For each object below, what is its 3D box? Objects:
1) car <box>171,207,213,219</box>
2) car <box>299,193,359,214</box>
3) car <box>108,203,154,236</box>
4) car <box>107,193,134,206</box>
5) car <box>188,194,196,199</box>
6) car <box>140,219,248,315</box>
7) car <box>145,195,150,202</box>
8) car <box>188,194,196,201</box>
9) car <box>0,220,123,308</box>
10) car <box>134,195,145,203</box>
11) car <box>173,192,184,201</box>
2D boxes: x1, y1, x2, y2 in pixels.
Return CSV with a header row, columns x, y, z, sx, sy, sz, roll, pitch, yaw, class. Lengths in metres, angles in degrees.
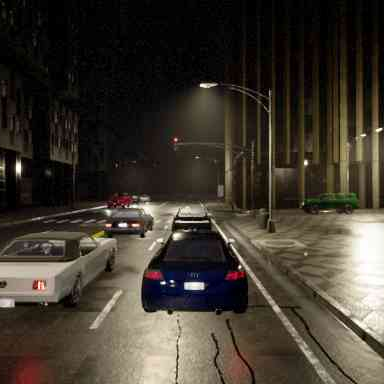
x,y,z,sx,sy,sz,roll,pitch,yaw,class
-0.001,1.478,16.521,2.128,1.511,4.902,0,0,0,car
13.566,1.113,32.990,5.566,2.045,2.150,0,0,2,car
-3.153,1.533,17.460,2.033,1.411,5.357,0,0,0,car
-9.852,1.142,45.119,2.150,2.045,5.566,0,0,0,car
-0.003,1.200,85.450,1.895,1.301,4.718,0,0,0,car
0.086,1.561,7.647,1.994,1.385,4.181,0,0,1,car
-9.755,1.359,68.865,1.812,1.442,4.674,0,0,0,car
-0.003,1.342,74.999,2.033,1.411,5.357,0,0,0,car
-3.148,1.597,7.868,1.895,1.301,4.718,0,0,0,car
-9.842,1.373,55.980,2.128,1.511,4.902,0,0,0,car
-3.253,1.302,74.999,1.837,1.490,4.892,0,0,0,car
